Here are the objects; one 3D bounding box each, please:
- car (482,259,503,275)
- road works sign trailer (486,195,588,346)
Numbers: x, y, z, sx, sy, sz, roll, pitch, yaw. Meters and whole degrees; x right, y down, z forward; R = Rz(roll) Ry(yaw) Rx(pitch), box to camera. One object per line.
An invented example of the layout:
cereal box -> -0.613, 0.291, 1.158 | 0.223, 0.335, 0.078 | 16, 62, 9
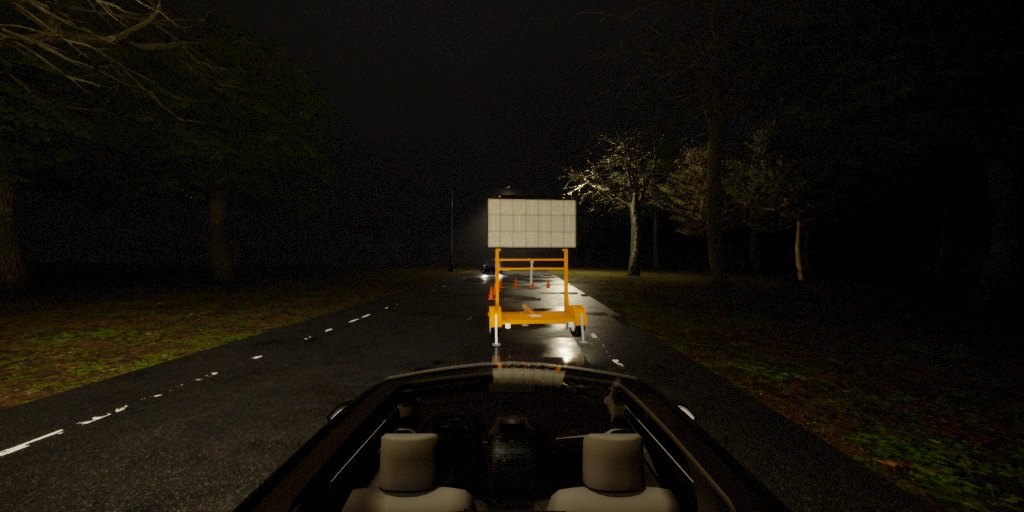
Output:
car -> -2.154, 1.123, 40.146 | 2.097, 1.767, 4.553 | 0, 0, 2
road works sign trailer -> 0.504, 0.212, 9.513 | 2.380, 3.560, 2.880 | 0, 0, -6
